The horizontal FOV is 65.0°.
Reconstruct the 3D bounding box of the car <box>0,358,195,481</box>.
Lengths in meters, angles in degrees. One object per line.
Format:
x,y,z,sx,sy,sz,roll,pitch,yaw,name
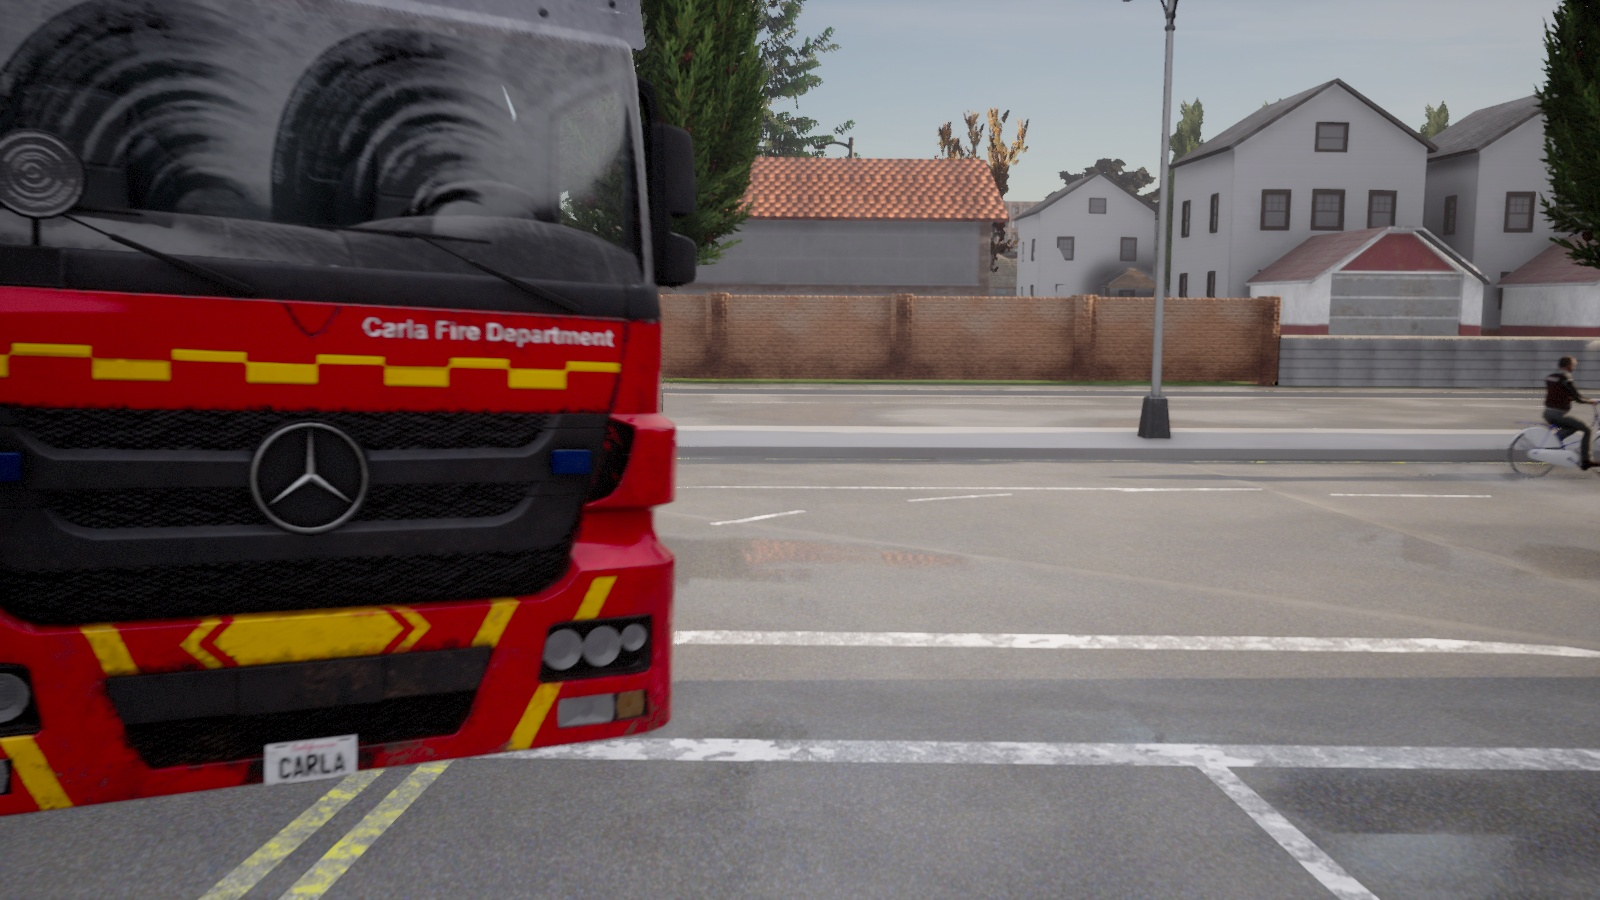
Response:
-11.396,-0.473,17.432,5.008,1.535,1.882,0,7,-1,car

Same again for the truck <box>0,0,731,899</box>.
-3.612,-0.672,7.380,2.891,3.827,8.468,0,4,-29,truck

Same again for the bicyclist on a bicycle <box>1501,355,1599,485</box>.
11.088,-0.435,17.777,1.843,1.776,0.659,0,7,-1,bicyclist on a bicycle
